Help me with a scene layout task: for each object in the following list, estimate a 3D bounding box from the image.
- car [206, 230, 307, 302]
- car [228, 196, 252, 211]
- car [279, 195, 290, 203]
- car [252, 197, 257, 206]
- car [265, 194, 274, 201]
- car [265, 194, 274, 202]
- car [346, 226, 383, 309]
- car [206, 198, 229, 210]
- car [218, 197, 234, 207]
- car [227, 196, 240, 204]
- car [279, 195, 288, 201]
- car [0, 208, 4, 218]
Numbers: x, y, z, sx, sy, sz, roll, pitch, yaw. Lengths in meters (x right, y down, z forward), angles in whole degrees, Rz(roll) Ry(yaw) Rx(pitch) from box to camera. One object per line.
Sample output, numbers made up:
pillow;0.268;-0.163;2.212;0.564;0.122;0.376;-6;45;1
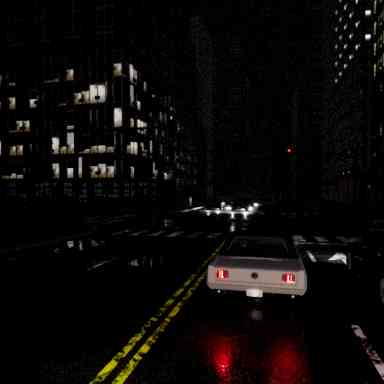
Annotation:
car;1.716;1.597;8.364;1.895;1.301;4.718;0;0;14
car;5.945;1.503;40.747;1.812;1.442;4.674;0;0;13
car;19.566;1.474;69.639;2.033;1.411;5.357;0;0;13
car;8.602;1.458;51.948;2.128;1.511;4.902;0;0;13
car;18.803;1.286;80.525;2.128;1.511;4.902;0;0;13
car;16.506;1.530;70.824;1.895;1.301;4.718;0;0;13
car;4.844;1.501;7.458;1.837;1.490;4.892;0;0;13
car;3.180;1.524;43.192;2.033;1.411;5.357;0;0;13
car;5.521;1.567;53.056;1.895;1.301;4.718;0;0;13
car;7.964;1.460;63.182;1.837;1.490;4.892;0;0;14
car;21.972;1.355;79.805;1.895;1.301;4.718;0;0;13
car;-17.291;1.434;26.715;4.313;1.339;1.947;1;1;14
